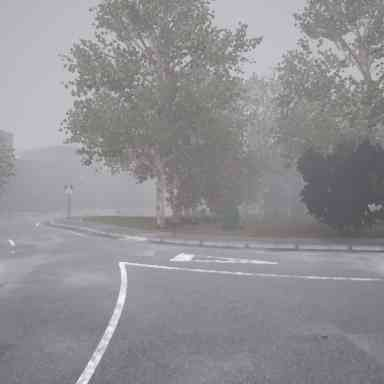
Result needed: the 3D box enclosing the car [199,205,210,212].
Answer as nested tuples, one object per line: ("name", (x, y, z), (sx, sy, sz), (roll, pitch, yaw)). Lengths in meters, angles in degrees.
("car", (3.882, 4.663, 93.764), (2.435, 2.045, 5.566), (0, -2, 26))
